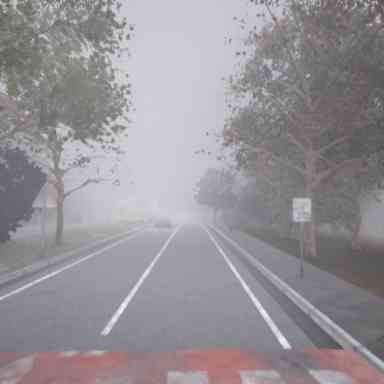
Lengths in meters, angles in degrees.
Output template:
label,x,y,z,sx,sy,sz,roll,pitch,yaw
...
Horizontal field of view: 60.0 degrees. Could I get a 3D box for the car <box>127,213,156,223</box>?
label,x,y,z,sx,sy,sz,roll,pitch,yaw
car,-10.391,5.329,68.664,5.566,2.045,2.435,0,-5,0

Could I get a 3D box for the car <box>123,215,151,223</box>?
label,x,y,z,sx,sy,sz,roll,pitch,yaw
car,-10.422,5.116,63.114,5.008,1.535,2.097,0,-5,0

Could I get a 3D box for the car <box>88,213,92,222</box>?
label,x,y,z,sx,sy,sz,roll,pitch,yaw
car,-23.313,5.262,66.089,5.366,1.575,1.946,0,-5,0

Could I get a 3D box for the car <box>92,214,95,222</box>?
label,x,y,z,sx,sy,sz,roll,pitch,yaw
car,-23.494,5.498,68.846,4.892,1.521,2.231,0,-5,0

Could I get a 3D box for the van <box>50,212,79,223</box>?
label,x,y,z,sx,sy,sz,roll,pitch,yaw
van,-23.608,4.579,60.465,4.442,1.987,1.878,0,-5,0

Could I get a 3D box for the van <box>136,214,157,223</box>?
label,x,y,z,sx,sy,sz,roll,pitch,yaw
van,-10.545,6.062,76.960,4.442,1.987,1.878,0,-5,0

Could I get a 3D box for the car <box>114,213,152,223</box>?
label,x,y,z,sx,sy,sz,roll,pitch,yaw
car,-10.224,4.683,57.590,5.366,1.575,1.946,0,-5,0

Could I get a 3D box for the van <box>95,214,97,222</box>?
label,x,y,z,sx,sy,sz,roll,pitch,yaw
van,-23.619,5.507,71.626,4.442,1.987,1.878,0,-5,0

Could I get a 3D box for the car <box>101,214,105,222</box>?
label,x,y,z,sx,sy,sz,roll,pitch,yaw
car,-23.504,6.194,77.002,5.008,1.535,2.097,0,-5,0

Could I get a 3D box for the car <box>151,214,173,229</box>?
label,x,y,z,sx,sy,sz,roll,pitch,yaw
car,-3.387,3.601,39.699,1.812,1.442,4.674,0,-3,0

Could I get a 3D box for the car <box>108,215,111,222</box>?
label,x,y,z,sx,sy,sz,roll,pitch,yaw
car,-23.510,6.677,82.648,4.892,1.521,2.231,0,-5,0

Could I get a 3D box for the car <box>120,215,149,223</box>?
label,x,y,z,sx,sy,sz,roll,pitch,yaw
car,-10.418,4.897,60.350,4.892,1.521,2.231,0,-4,0

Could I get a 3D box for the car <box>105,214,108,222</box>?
label,x,y,z,sx,sy,sz,roll,pitch,yaw
car,-23.508,6.440,79.888,5.008,1.535,2.097,0,-5,0

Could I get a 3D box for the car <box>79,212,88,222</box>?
label,x,y,z,sx,sy,sz,roll,pitch,yaw
car,-23.521,4.783,63.350,5.566,2.045,2.435,0,-5,0

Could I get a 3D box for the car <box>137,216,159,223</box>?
label,x,y,z,sx,sy,sz,roll,pitch,yaw
car,-10.438,6.524,79.707,5.008,1.535,2.097,0,-5,0

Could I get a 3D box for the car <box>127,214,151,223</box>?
label,x,y,z,sx,sy,sz,roll,pitch,yaw
car,-10.448,5.220,65.892,4.553,1.767,2.185,0,-5,0

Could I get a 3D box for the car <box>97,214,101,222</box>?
label,x,y,z,sx,sy,sz,roll,pitch,yaw
car,-23.474,5.844,74.377,4.553,1.767,2.185,0,-5,0

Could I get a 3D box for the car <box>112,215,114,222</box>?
label,x,y,z,sx,sy,sz,roll,pitch,yaw
car,-23.337,7.146,88.170,5.366,1.575,1.946,0,-5,0

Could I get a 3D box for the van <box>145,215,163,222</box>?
label,x,y,z,sx,sy,sz,roll,pitch,yaw
van,-10.327,7.245,90.791,4.442,1.987,1.878,0,-5,0

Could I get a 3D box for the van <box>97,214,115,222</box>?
label,x,y,z,sx,sy,sz,roll,pitch,yaw
van,-23.406,7.159,90.947,4.442,1.987,1.878,0,-5,0
